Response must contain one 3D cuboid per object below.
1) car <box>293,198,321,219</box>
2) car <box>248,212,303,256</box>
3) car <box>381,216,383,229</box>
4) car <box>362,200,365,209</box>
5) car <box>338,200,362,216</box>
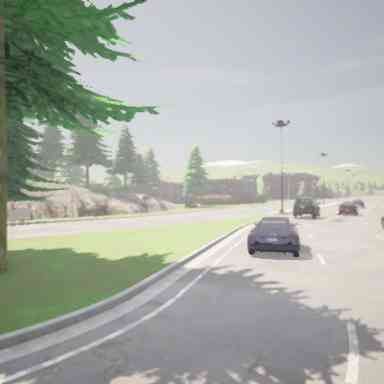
[{"bbox_3d":[12.029,1.631,34.729,2.150,2.045,5.566,-1,-1,28],"label":"car"},{"bbox_3d":[3.558,1.752,14.133,1.994,1.385,4.181,-1,-1,17],"label":"car"},{"bbox_3d":[13.096,1.737,20.633,1.994,1.385,4.181,-1,-1,20],"label":"car"},{"bbox_3d":[28.746,2.039,57.357,1.882,1.535,5.008,-1,-1,30],"label":"car"},{"bbox_3d":[18.210,1.872,38.624,1.882,1.535,5.008,-1,-1,29],"label":"car"}]
